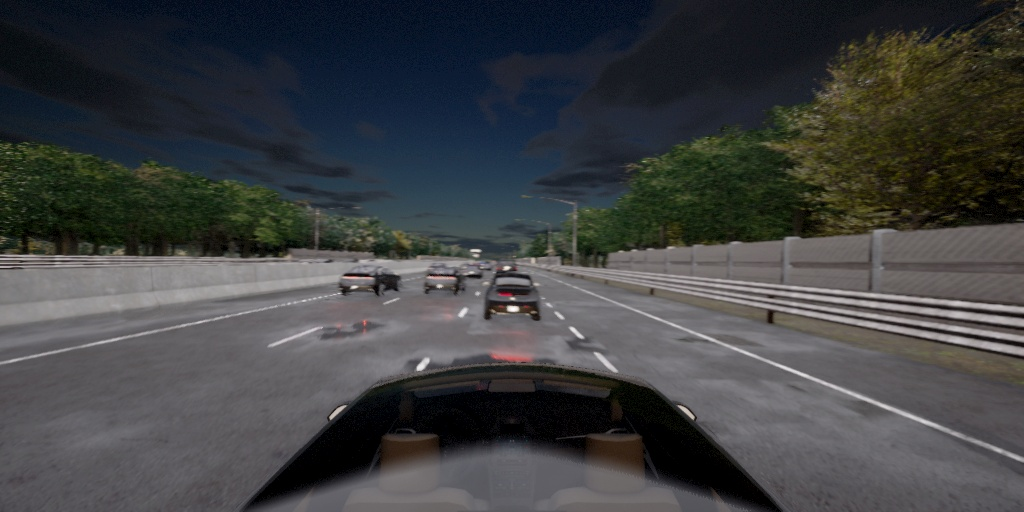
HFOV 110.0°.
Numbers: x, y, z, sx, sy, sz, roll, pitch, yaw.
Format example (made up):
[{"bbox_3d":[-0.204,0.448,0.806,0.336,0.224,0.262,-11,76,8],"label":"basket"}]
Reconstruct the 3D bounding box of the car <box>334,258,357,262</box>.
[{"bbox_3d":[-25.485,1.125,56.455,2.097,1.767,4.553,2,-1,-1],"label":"car"}]

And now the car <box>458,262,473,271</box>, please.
[{"bbox_3d":[-8.131,1.835,63.461,2.128,1.511,4.902,2,-1,-1],"label":"car"}]

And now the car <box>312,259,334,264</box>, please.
[{"bbox_3d":[-28.971,1.144,55.536,1.882,1.535,5.008,2,-1,-1],"label":"car"}]

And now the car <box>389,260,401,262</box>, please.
[{"bbox_3d":[-18.501,1.432,56.545,1.882,1.535,5.008,2,-1,-1],"label":"car"}]

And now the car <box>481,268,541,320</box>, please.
[{"bbox_3d":[-0.011,1.375,13.277,1.837,1.490,4.892,2,-1,-1],"label":"car"}]

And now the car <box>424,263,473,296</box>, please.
[{"bbox_3d":[-3.671,1.341,20.397,2.128,1.511,4.902,2,-1,-1],"label":"car"}]

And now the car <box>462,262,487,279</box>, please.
[{"bbox_3d":[-4.052,1.621,37.467,1.994,1.385,4.181,2,-1,-1],"label":"car"}]

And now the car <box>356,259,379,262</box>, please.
[{"bbox_3d":[-21.989,1.410,56.438,2.033,1.411,5.357,2,-1,-1],"label":"car"}]

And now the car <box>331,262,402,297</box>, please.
[{"bbox_3d":[-7.129,1.227,18.521,2.128,1.511,4.902,2,-1,-1],"label":"car"}]

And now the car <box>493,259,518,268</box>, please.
[{"bbox_3d":[-0.546,1.375,37.613,2.150,2.045,5.566,2,-1,-1],"label":"car"}]
